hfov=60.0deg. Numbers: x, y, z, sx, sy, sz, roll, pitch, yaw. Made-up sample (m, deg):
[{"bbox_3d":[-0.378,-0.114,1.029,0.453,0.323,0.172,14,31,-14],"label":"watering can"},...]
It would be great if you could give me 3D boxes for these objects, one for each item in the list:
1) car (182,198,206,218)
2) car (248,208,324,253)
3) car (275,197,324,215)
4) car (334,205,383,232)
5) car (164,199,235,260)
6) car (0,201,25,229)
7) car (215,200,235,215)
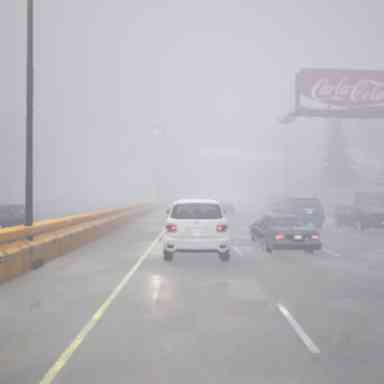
[{"bbox_3d":[0.204,1.477,31.949,2.097,1.767,4.553,0,0,0],"label":"car"},{"bbox_3d":[3.646,1.610,13.919,2.033,1.411,5.357,0,0,0],"label":"car"},{"bbox_3d":[7.179,1.328,22.905,2.150,2.045,5.566,0,0,0],"label":"car"},{"bbox_3d":[10.671,1.582,20.908,1.882,1.535,5.008,0,0,0],"label":"car"},{"bbox_3d":[0.153,1.274,12.756,2.150,2.045,5.566,0,0,0],"label":"car"},{"bbox_3d":[-10.503,1.400,17.994,2.097,1.767,4.553,0,0,1],"label":"car"},{"bbox_3d":[3.720,1.681,37.756,1.812,1.442,4.674,0,0,0],"label":"car"}]
